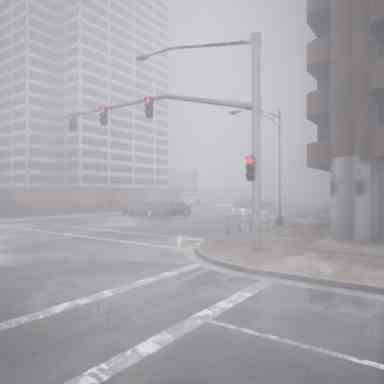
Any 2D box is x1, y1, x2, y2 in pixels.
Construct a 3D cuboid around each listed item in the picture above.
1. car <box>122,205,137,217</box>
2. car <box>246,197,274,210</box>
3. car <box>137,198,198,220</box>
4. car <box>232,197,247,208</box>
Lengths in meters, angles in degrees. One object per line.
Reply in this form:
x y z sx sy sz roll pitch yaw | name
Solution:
-4.078 1.567 31.204 2.033 1.411 5.357 0 0 35 | car
9.399 1.543 44.128 1.812 1.442 4.674 0 0 35 | car
-1.965 1.507 28.123 2.128 1.511 4.902 0 0 35 | car
7.528 1.541 47.526 1.837 1.490 4.892 0 0 35 | car
